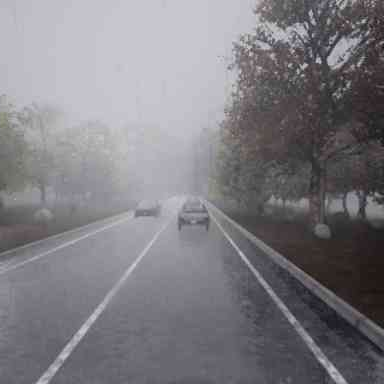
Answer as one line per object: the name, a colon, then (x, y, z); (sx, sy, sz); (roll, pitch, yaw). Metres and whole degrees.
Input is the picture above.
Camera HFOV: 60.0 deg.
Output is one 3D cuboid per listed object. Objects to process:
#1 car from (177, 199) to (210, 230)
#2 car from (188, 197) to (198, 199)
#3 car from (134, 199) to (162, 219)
car: (0.096, 1.417, 20.665); (2.128, 1.511, 4.902); (0, 0, 0)
car: (0.095, 1.351, 41.269); (2.033, 1.411, 5.357); (0, 0, 0)
car: (-3.600, 1.370, 27.947); (1.882, 1.535, 5.008); (0, 0, 0)
